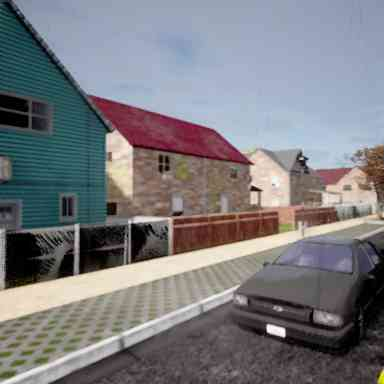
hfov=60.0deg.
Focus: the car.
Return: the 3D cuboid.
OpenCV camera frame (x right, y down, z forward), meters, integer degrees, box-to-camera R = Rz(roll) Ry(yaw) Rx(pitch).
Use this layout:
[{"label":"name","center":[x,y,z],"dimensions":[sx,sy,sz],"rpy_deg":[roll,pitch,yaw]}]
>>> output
[{"label":"car","center":[2.880,1.677,6.947],"dimensions":[2.033,1.411,5.357],"rpy_deg":[-1,-1,38]}]
